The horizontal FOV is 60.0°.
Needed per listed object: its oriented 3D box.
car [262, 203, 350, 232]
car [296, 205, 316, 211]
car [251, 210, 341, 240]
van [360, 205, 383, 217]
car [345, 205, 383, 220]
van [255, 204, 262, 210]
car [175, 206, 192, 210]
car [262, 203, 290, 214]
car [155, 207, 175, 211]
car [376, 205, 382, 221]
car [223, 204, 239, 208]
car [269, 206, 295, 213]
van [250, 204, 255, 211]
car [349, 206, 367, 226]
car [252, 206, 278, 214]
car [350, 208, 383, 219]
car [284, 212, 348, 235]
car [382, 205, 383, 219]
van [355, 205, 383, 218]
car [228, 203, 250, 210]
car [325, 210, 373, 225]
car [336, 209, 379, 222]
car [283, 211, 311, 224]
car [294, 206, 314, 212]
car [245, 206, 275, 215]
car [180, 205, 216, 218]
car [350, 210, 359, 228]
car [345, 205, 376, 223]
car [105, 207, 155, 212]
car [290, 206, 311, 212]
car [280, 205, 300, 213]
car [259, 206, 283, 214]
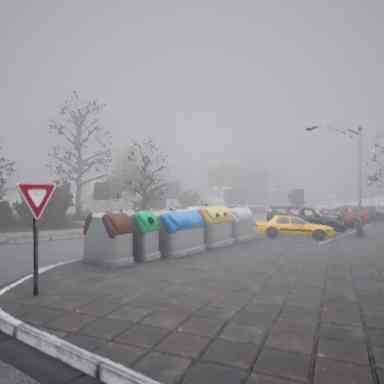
[{"bbox_3d":[8.358,2.140,24.860,5.566,2.045,2.435,1,-1,15],"label":"car"},{"bbox_3d":[30.937,4.426,90.152,5.008,1.535,2.097,0,-2,13],"label":"car"},{"bbox_3d":[6.772,2.286,22.332,5.366,1.575,1.946,2,-2,15],"label":"car"},{"bbox_3d":[33.951,3.534,61.950,4.442,1.987,1.878,1,-1,14],"label":"van"},{"bbox_3d":[27.250,3.150,52.026,5.566,2.045,2.435,1,-1,15],"label":"car"},{"bbox_3d":[9.462,3.027,58.153,4.442,1.987,1.878,0,-2,15],"label":"van"},{"bbox_3d":[-3.167,2.593,40.413,5.366,1.575,1.946,0,-2,15],"label":"car"},{"bbox_3d":[17.778,3.453,70.420,5.566,2.045,2.435,0,-2,15],"label":"car"},{"bbox_3d":[-4.915,2.494,37.581,4.892,1.521,2.231,0,-2,15],"label":"car"},{"bbox_3d":[20.350,2.786,42.154,5.566,2.045,2.435,1,-1,15],"label":"car"},{"bbox_3d":[4.267,3.022,50.835,4.674,1.452,2.002,0,-2,15],"label":"car"},{"bbox_3d":[19.666,3.791,72.816,5.366,1.575,1.946,0,-2,14],"label":"car"},{"bbox_3d":[7.770,2.937,55.705,4.442,1.987,1.878,0,-2,15],"label":"van"},{"bbox_3d":[15.202,2.640,34.759,4.553,1.767,2.185,1,-1,15],"label":"car"},{"bbox_3d":[14.394,3.553,65.517,4.792,1.488,2.163,0,-2,15],"label":"car"},{"bbox_3d":[28.928,3.491,54.491,5.008,1.535,2.097,1,-1,15],"label":"car"},{"bbox_3d":[10.049,2.530,27.326,4.674,1.452,2.002,1,-1,15],"label":"car"},{"bbox_3d":[23.829,2.969,47.089,5.566,2.045,2.435,1,-1,15],"label":"car"},{"bbox_3d":[30.530,3.353,56.994,4.442,1.987,1.878,1,-1,15],"label":"van"},{"bbox_3d":[5.935,2.821,53.292,5.566,2.045,2.435,0,-2,15],"label":"car"},{"bbox_3d":[18.630,2.976,39.682,4.792,1.488,2.163,1,-1,15],"label":"car"},{"bbox_3d":[22.053,3.157,44.622,4.792,1.488,2.163,1,-1,15],"label":"car"},{"bbox_3d":[12.356,2.956,38.937,1.895,1.301,4.718,0,-2,35],"label":"car"},{"bbox_3d":[29.371,4.366,87.658,4.792,1.488,2.163,0,-2,13],"label":"car"},{"bbox_3d":[12.913,3.430,63.022,5.366,1.575,1.946,0,-2,15],"label":"car"},{"bbox_3d":[0.850,2.676,45.957,4.553,1.767,2.185,0,-2,15],"label":"car"},{"bbox_3d":[11.785,2.584,29.803,5.008,1.535,2.097,1,-1,15],"label":"car"},{"bbox_3d":[16.923,2.605,37.215,5.566,2.045,2.435,1,-1,15],"label":"car"},{"bbox_3d":[-6.860,2.390,34.801,4.892,1.521,2.231,0,-2,15],"label":"car"},{"bbox_3d":[27.696,4.275,85.177,4.792,1.488,2.163,0,-2,13],"label":"car"},{"bbox_3d":[22.851,3.849,77.761,4.553,1.767,2.185,0,-2,14],"label":"car"},{"bbox_3d":[16.144,3.644,67.956,4.792,1.488,2.163,0,-2,15],"label":"car"}]
